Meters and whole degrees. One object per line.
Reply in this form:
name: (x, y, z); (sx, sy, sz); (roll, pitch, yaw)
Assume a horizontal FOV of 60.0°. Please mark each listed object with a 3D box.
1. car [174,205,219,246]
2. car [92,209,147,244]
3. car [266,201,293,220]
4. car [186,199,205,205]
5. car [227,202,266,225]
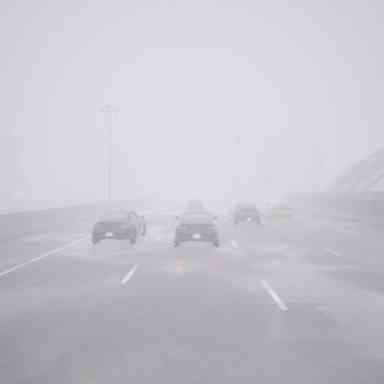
car: (0.199, 1.530, 15.076); (1.812, 1.442, 4.674); (0, 0, 0)
car: (-3.297, 1.522, 15.602); (1.812, 1.442, 4.674); (0, 0, 0)
car: (7.296, 1.503, 28.910); (1.882, 1.535, 5.008); (0, 0, 0)
car: (0.356, 1.517, 37.098); (1.837, 1.490, 4.892); (0, 0, 0)
car: (3.762, 1.521, 24.228); (1.837, 1.490, 4.892); (0, 0, 0)
